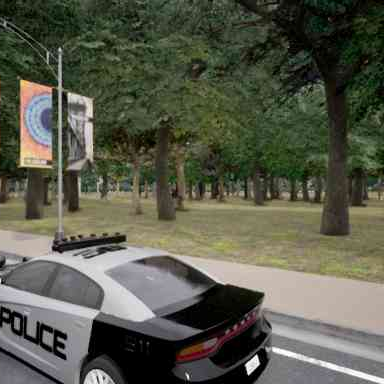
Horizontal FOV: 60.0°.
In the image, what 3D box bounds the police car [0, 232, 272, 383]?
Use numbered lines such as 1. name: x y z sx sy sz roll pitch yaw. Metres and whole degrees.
1. police car: -1.517 1.424 4.680 5.238 1.638 1.930 0 0 36
